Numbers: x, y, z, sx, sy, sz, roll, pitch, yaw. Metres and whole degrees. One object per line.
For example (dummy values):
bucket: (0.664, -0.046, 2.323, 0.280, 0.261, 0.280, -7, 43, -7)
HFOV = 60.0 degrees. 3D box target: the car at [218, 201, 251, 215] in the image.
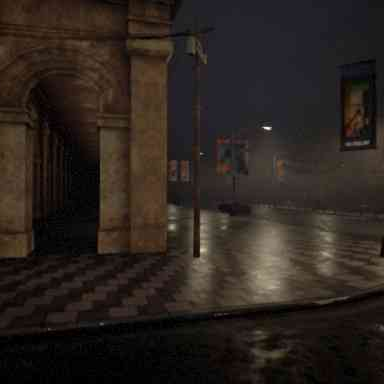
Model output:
car: (4.225, 1.571, 33.572, 1.895, 1.301, 4.718, 0, 0, -15)
